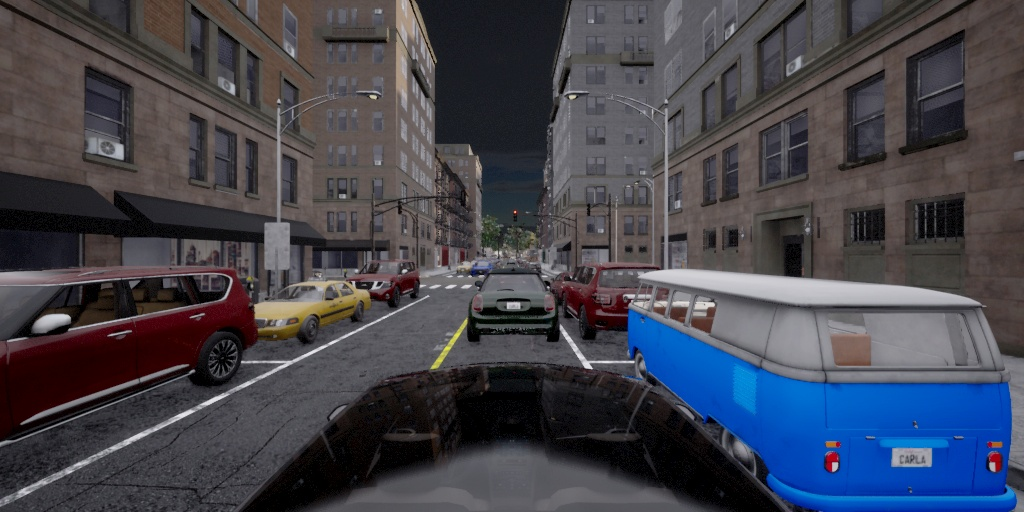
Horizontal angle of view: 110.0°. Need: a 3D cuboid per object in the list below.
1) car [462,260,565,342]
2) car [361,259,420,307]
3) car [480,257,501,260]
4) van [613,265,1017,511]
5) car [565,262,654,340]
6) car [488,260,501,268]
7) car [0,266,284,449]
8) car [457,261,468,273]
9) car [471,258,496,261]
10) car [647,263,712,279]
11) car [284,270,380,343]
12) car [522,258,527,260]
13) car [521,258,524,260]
[{"bbox_3d":[0.018,1.102,9.928,2.097,1.767,4.553,0,0,0],"label":"car"},{"bbox_3d":[-5.427,1.064,15.557,2.192,1.841,5.009,0,0,0],"label":"car"},{"bbox_3d":[-2.934,1.241,47.968,2.128,1.511,4.902,0,0,0],"label":"car"},{"bbox_3d":[2.634,1.091,4.214,1.690,1.789,3.998,0,0,0],"label":"van"},{"bbox_3d":[2.623,1.065,9.892,2.192,1.841,5.009,0,0,0],"label":"car"},{"bbox_3d":[-2.946,1.314,61.119,1.994,1.385,4.181,0,0,0],"label":"car"},{"bbox_3d":[-5.403,1.065,4.200,2.192,1.841,5.009,0,0,0],"label":"car"},{"bbox_3d":[-5.493,1.274,42.394,1.751,1.417,4.829,0,0,0],"label":"car"},{"bbox_3d":[-2.914,1.227,35.541,1.882,1.535,5.008,0,0,0],"label":"car"},{"bbox_3d":[14.305,1.278,30.752,4.718,1.301,1.895,0,0,-3],"label":"car"},{"bbox_3d":[-5.414,1.275,9.708,1.751,1.417,4.829,0,0,0],"label":"car"},{"bbox_3d":[2.560,1.299,42.580,2.007,1.370,4.403,0,0,0],"label":"car"},{"bbox_3d":[2.549,1.294,48.061,1.888,1.381,4.507,0,0,0],"label":"car"}]
